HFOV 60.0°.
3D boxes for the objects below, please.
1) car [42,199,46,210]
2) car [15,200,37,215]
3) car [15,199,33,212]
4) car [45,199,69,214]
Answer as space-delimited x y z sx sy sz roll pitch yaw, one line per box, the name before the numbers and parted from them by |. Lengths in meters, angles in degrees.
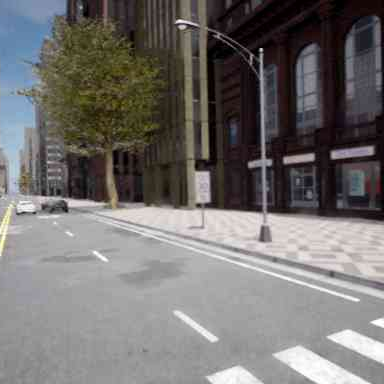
car | -19.999 1.679 46.704 1.812 1.442 4.674 -2 1 -28
car | -18.009 1.711 36.111 1.812 1.442 4.674 -2 1 -28
car | -22.676 1.790 44.820 2.033 1.411 5.357 -2 1 -28
car | -15.170 1.599 37.653 1.837 1.490 4.892 -2 1 -27
